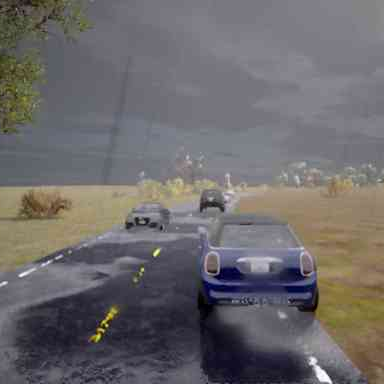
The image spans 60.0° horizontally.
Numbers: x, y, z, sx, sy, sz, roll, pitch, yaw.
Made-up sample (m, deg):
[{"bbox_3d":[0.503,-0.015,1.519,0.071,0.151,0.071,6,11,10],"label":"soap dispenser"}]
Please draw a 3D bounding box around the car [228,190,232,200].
[{"bbox_3d":[4.091,0.788,46.162,1.812,1.442,4.674,0,1,11],"label":"car"}]

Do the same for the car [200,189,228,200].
[{"bbox_3d":[1.975,0.724,31.369,2.150,2.045,5.566,0,1,8],"label":"car"}]

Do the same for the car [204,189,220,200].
[{"bbox_3d":[3.578,0.394,59.590,2.097,1.767,4.553,0,1,13],"label":"car"}]

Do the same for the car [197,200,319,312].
[{"bbox_3d":[1.191,1.231,7.615,2.097,1.767,4.553,0,1,2],"label":"car"}]

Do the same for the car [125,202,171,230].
[{"bbox_3d":[-2.335,1.273,18.472,1.994,1.385,4.181,0,1,4],"label":"car"}]

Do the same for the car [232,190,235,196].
[{"bbox_3d":[9.332,0.193,81.723,1.812,1.442,4.674,0,1,17],"label":"car"}]
